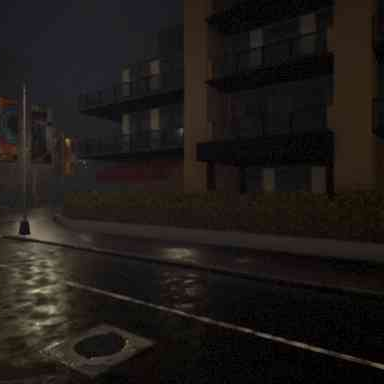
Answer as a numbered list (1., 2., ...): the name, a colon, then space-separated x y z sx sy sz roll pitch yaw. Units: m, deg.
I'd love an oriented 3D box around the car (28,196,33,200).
1. car: -36.322 1.447 72.143 4.892 1.521 2.231 0 0 35
